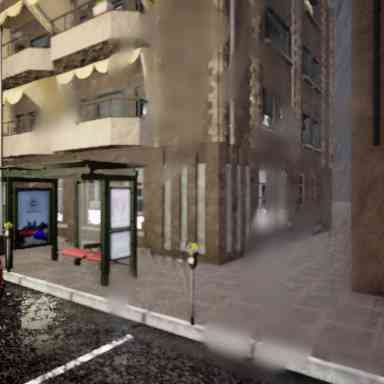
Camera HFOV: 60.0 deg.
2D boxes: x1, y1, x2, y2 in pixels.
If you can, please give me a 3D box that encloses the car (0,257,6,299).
[{"bbox_3d":[-5.693,1.395,6.875,4.097,1.590,1.967,0,0,35],"label":"car"}]
